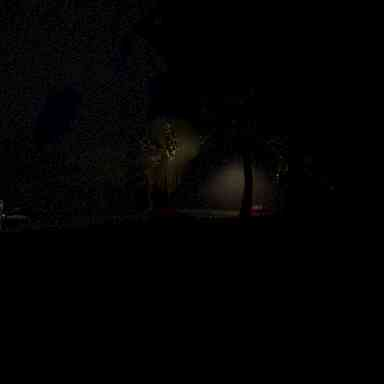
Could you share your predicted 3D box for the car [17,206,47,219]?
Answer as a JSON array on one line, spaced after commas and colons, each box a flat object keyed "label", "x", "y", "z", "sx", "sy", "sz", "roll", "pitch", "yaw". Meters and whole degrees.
[{"label": "car", "x": -17.581, "y": 2.192, "z": 34.724, "sx": 1.812, "sy": 1.442, "sz": 4.674, "roll": 1, "pitch": 0, "yaw": 36}]

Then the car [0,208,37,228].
[{"label": "car", "x": -15.190, "y": 2.180, "z": 26.085, "sx": 1.895, "sy": 1.301, "sz": 4.718, "roll": 1, "pitch": -1, "yaw": 36}]

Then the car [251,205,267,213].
[{"label": "car", "x": 13.746, "y": 3.377, "z": 67.954, "sx": 2.097, "sy": 1.767, "sz": 4.553, "roll": 1, "pitch": -1, "yaw": 29}]
